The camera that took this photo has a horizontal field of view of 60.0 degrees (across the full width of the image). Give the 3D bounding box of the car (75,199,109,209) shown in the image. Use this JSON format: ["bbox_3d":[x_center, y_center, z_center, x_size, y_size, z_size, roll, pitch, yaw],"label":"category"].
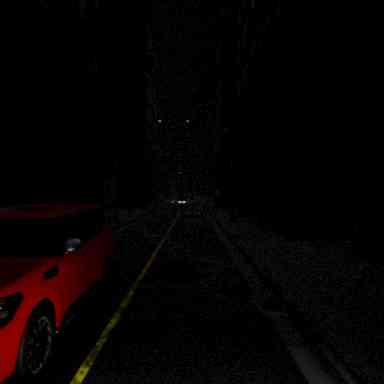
[{"bbox_3d":[-14.807,1.718,49.243,4.403,1.369,2.008,0,-1,0],"label":"car"}]

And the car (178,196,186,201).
[{"bbox_3d":[-2.757,1.766,91.956,2.128,1.511,4.902,0,0,0],"label":"car"}]

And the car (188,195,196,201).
[{"bbox_3d":[-0.007,1.677,86.924,1.837,1.490,4.892,0,0,0],"label":"car"}]

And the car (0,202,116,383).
[{"bbox_3d":[-2.852,1.242,5.710,2.150,2.045,5.566,0,0,0],"label":"car"}]
